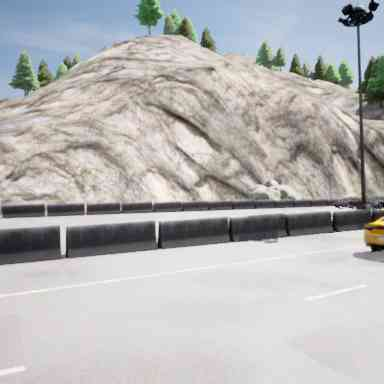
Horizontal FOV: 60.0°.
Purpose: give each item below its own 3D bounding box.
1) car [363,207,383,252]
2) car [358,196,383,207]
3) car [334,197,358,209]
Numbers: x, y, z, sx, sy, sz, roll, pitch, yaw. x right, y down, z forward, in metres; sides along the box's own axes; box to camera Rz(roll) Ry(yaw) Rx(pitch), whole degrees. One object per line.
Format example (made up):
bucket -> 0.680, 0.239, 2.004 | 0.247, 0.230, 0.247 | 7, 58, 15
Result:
car -> 8.562, 1.451, 12.455 | 5.008, 1.535, 1.882 | 0, 0, -30
car -> 23.504, 1.269, 41.742 | 4.553, 1.767, 2.097 | 0, 0, -30
car -> 21.015, 1.425, 44.345 | 4.892, 1.490, 1.837 | 0, 0, -30
